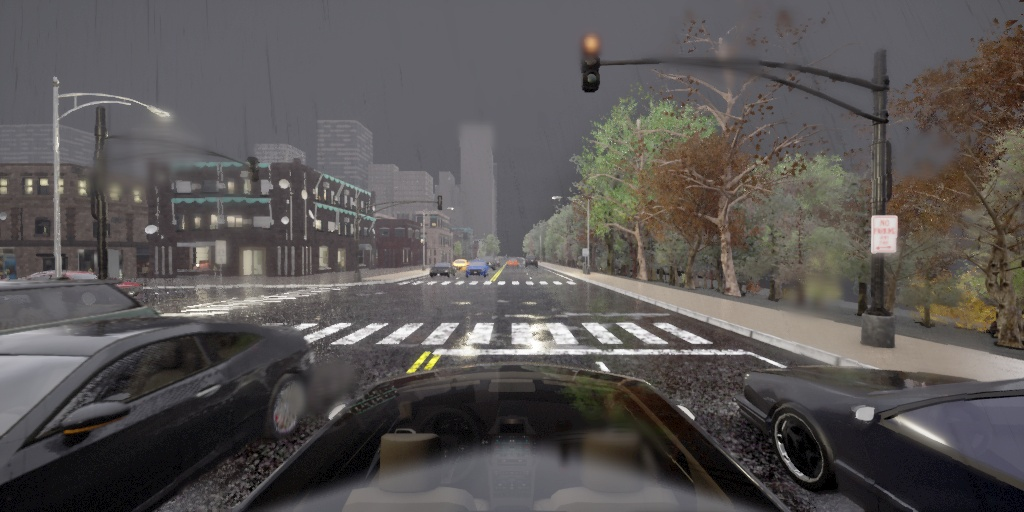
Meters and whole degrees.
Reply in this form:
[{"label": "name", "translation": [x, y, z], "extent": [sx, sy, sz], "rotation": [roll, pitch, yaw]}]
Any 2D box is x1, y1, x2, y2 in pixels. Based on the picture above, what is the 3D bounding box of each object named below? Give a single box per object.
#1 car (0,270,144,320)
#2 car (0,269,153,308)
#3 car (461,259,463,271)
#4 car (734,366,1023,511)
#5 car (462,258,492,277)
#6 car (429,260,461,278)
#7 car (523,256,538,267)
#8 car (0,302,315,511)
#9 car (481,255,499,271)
[{"label": "car", "translation": [-6.598, 1.101, 3.864], "extent": [2.097, 1.767, 4.553], "rotation": [0, 0, 0]}, {"label": "car", "translation": [-19.821, 1.448, 16.337], "extent": [5.008, 1.535, 1.882], "rotation": [-1, 1, 0]}, {"label": "car", "translation": [-6.542, 1.212, 45.685], "extent": [1.882, 1.535, 5.008], "rotation": [0, 0, 0]}, {"label": "car", "translation": [3.350, 1.297, 1.454], "extent": [2.033, 1.411, 5.357], "rotation": [0, 0, 0]}, {"label": "car", "translation": [-3.306, 1.217, 34.942], "extent": [1.882, 1.535, 5.008], "rotation": [0, 0, 0]}, {"label": "car", "translation": [-6.557, 1.287, 34.684], "extent": [2.033, 1.411, 5.357], "rotation": [0, 0, 0]}, {"label": "car", "translation": [3.432, 0.947, 64.201], "extent": [2.150, 2.045, 5.566], "rotation": [0, 0, 0]}, {"label": "car", "translation": [-3.349, 1.275, 2.664], "extent": [1.812, 1.442, 4.674], "rotation": [0, 0, 0]}, {"label": "car", "translation": [-3.288, 0.953, 48.442], "extent": [2.150, 2.045, 5.566], "rotation": [0, 0, 0]}]
